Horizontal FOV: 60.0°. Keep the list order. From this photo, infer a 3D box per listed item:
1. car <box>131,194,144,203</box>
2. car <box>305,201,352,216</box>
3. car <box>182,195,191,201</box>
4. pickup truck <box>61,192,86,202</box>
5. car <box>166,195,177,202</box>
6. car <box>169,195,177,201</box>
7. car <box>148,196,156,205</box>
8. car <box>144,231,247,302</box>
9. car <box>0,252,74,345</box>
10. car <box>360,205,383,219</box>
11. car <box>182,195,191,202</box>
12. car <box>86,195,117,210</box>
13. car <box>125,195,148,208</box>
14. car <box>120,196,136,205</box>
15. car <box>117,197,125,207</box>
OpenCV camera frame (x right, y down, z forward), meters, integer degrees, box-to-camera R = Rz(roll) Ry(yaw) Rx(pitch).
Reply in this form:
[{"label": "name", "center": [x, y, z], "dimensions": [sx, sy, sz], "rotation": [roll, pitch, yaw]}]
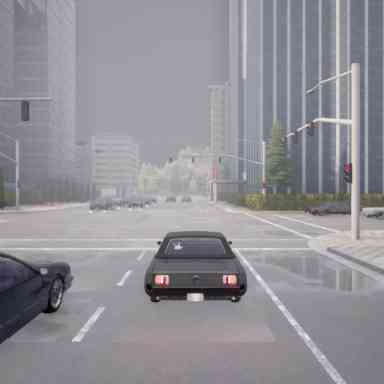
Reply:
[{"label": "car", "center": [-11.672, 1.354, 70.978], "dimensions": [2.097, 1.767, 4.553], "rotation": [0, 0, -1]}, {"label": "car", "center": [13.584, 1.547, 31.596], "dimensions": [5.357, 1.411, 2.033], "rotation": [0, 0, -3]}, {"label": "car", "center": [-1.385, 1.539, 84.808], "dimensions": [2.033, 1.411, 5.357], "rotation": [0, 0, -1]}, {"label": "pickup truck", "center": [-24.768, 1.058, 69.244], "dimensions": [2.390, 2.098, 6.274], "rotation": [0, 0, 30]}, {"label": "car", "center": [-4.718, 1.500, 74.571], "dimensions": [1.837, 1.490, 4.892], "rotation": [0, 0, -1]}, {"label": "car", "center": [-4.885, 1.524, 84.739], "dimensions": [1.812, 1.442, 4.674], "rotation": [0, 0, -1]}, {"label": "car", "center": [-8.029, 1.547, 57.328], "dimensions": [2.033, 1.411, 5.357], "rotation": [0, 0, -1]}, {"label": "car", "center": [0.067, 1.601, 8.188], "dimensions": [1.895, 1.301, 4.718], "rotation": [0, 0, 0]}, {"label": "car", "center": [-3.436, 1.547, 4.591], "dimensions": [2.033, 1.411, 5.357], "rotation": [0, 0, 0]}, {"label": "car", "center": [16.939, 1.601, 28.089], "dimensions": [4.718, 1.301, 1.895], "rotation": [0, 0, 0]}, {"label": "car", "center": [-1.228, 1.553, 75.033], "dimensions": [1.994, 1.385, 4.181], "rotation": [0, 0, -1]}, {"label": "car", "center": [-11.295, 1.351, 41.650], "dimensions": [2.097, 1.767, 4.553], "rotation": [0, 0, -1]}, {"label": "car", "center": [-7.887, 1.563, 47.594], "dimensions": [1.994, 1.385, 4.181], "rotation": [0, 0, -1]}, {"label": "car", "center": [-11.584, 1.547, 60.721], "dimensions": [2.033, 1.411, 5.357], "rotation": [0, 0, -1]}, {"label": "car", "center": [-11.449, 1.525, 50.988], "dimensions": [1.812, 1.442, 4.674], "rotation": [0, 0, -1]}]
